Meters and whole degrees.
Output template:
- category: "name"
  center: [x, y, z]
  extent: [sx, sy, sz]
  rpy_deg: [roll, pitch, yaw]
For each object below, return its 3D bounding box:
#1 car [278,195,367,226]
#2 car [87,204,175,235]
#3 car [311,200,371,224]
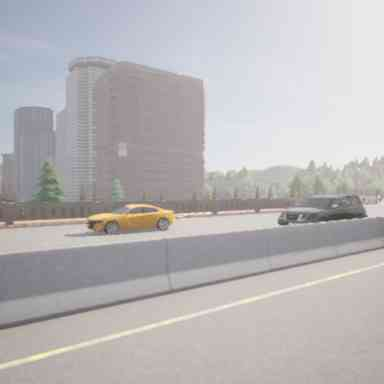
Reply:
- category: "car"
  center: [6.991, 1.177, 17.582]
  extent: [5.566, 2.045, 2.150]
  rpy_deg: [0, 0, -36]
- category: "car"
  center: [-3.334, 1.455, 18.814]
  extent: [5.008, 1.535, 1.882]
  rpy_deg: [0, 0, -36]
- category: "car"
  center: [11.219, 1.440, 24.919]
  extent: [4.892, 1.490, 1.837]
  rpy_deg: [0, 0, -36]
